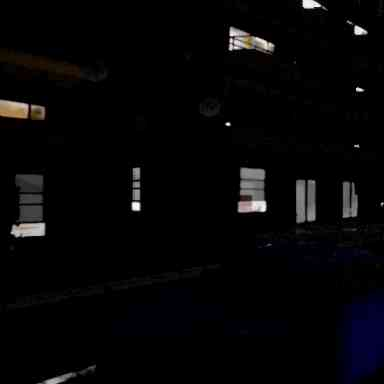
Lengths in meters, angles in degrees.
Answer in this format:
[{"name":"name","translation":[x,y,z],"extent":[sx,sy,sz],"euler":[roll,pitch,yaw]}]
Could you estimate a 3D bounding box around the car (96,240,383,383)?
[{"name":"car","translation":[1.314,1.456,4.306],"extent":[5.008,1.535,1.882],"euler":[0,0,-36]}]
